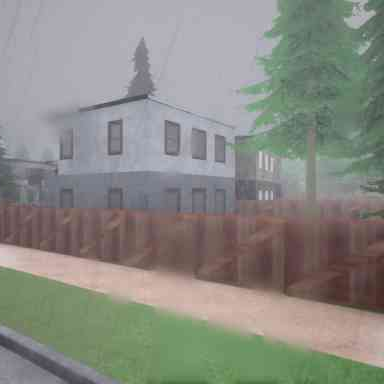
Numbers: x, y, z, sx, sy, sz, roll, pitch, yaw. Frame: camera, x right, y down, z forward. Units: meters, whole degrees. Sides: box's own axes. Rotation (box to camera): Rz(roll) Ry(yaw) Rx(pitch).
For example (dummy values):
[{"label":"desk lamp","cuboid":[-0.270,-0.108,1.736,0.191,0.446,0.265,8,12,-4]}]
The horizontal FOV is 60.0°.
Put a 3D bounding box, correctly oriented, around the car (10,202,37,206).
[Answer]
[{"label":"car","cuboid":[-15.332,1.582,29.320,1.895,1.301,4.718,0,0,28]}]
